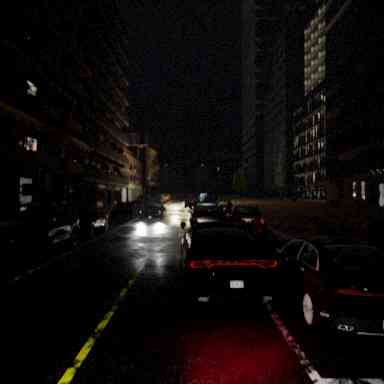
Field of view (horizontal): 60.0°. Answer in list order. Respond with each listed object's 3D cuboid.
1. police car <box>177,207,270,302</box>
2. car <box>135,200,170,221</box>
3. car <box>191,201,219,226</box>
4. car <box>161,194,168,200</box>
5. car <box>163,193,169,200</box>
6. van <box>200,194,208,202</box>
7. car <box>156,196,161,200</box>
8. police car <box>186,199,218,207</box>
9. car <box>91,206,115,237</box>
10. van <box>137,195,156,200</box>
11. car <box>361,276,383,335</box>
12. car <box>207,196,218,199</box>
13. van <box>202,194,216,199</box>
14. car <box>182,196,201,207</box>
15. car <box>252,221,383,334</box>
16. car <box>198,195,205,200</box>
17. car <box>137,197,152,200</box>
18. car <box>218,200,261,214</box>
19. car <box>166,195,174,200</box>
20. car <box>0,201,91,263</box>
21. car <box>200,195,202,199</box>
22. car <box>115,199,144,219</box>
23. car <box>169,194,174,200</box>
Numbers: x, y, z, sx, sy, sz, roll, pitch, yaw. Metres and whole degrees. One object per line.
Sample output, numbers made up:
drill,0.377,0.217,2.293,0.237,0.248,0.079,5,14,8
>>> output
police car,0.669,1.415,8.415,1.930,1.638,5.238,0,0,-3
car,-3.149,1.569,27.158,1.895,1.301,4.718,0,0,0
car,0.855,1.477,24.320,1.837,1.490,4.892,0,0,0
car,-5.783,1.490,56.748,2.008,1.369,4.403,1,0,0
car,-5.793,1.459,62.149,1.752,1.417,4.829,1,0,0
van,2.569,1.264,73.473,1.690,1.788,3.998,1,0,0
car,-5.762,1.475,45.440,1.752,1.417,4.829,1,0,0
police car,0.799,1.403,18.417,1.930,1.638,5.238,0,0,-1
car,-5.712,1.524,17.761,1.887,1.381,4.507,1,0,0
van,-5.749,1.297,40.041,1.690,1.788,3.998,1,0,0
car,2.699,1.549,1.068,2.008,1.369,4.403,1,0,0
car,2.650,1.407,28.915,1.967,1.590,4.097,1,0,0
van,2.621,1.291,45.625,1.690,1.788,3.998,1,0,0
car,-0.064,1.550,45.810,1.895,1.301,4.718,0,0,0
car,2.689,1.543,6.636,2.008,1.369,4.403,1,0,0
car,2.535,1.435,90.351,1.752,1.417,4.829,1,0,0
car,-5.743,1.512,34.470,2.008,1.369,4.403,1,0,0
car,2.670,1.419,17.775,1.967,1.590,4.097,1,0,0
car,-5.845,1.455,90.167,1.887,1.381,4.507,1,0,0
car,-5.698,1.301,12.191,2.192,1.841,5.009,1,0,0
car,2.597,1.521,56.763,1.802,1.307,4.206,1,0,0
car,-5.732,1.533,28.901,1.947,1.339,4.313,1,0,0
car,-5.810,1.238,73.458,2.192,1.841,5.009,1,0,0
